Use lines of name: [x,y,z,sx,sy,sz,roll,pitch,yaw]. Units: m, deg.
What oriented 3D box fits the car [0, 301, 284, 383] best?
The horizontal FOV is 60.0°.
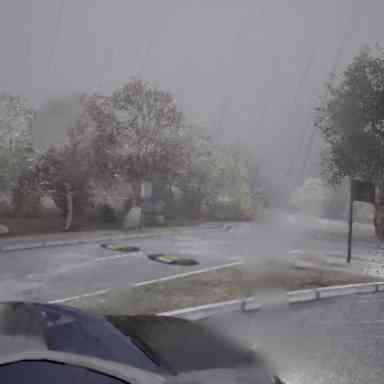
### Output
car: [-1.205,1.561,2.319,4.181,1.385,1.994,1,0,-34]
